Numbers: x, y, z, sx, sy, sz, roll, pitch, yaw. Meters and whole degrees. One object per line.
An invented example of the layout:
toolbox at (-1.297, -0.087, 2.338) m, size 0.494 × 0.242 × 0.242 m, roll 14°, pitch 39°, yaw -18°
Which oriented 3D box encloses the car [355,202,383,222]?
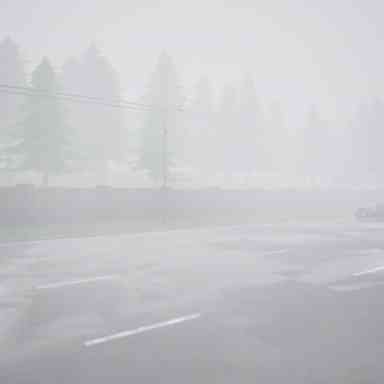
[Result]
car at (15.099, 1.576, 26.987) m, size 4.674 × 1.442 × 1.812 m, roll 0°, pitch 0°, yaw -35°
